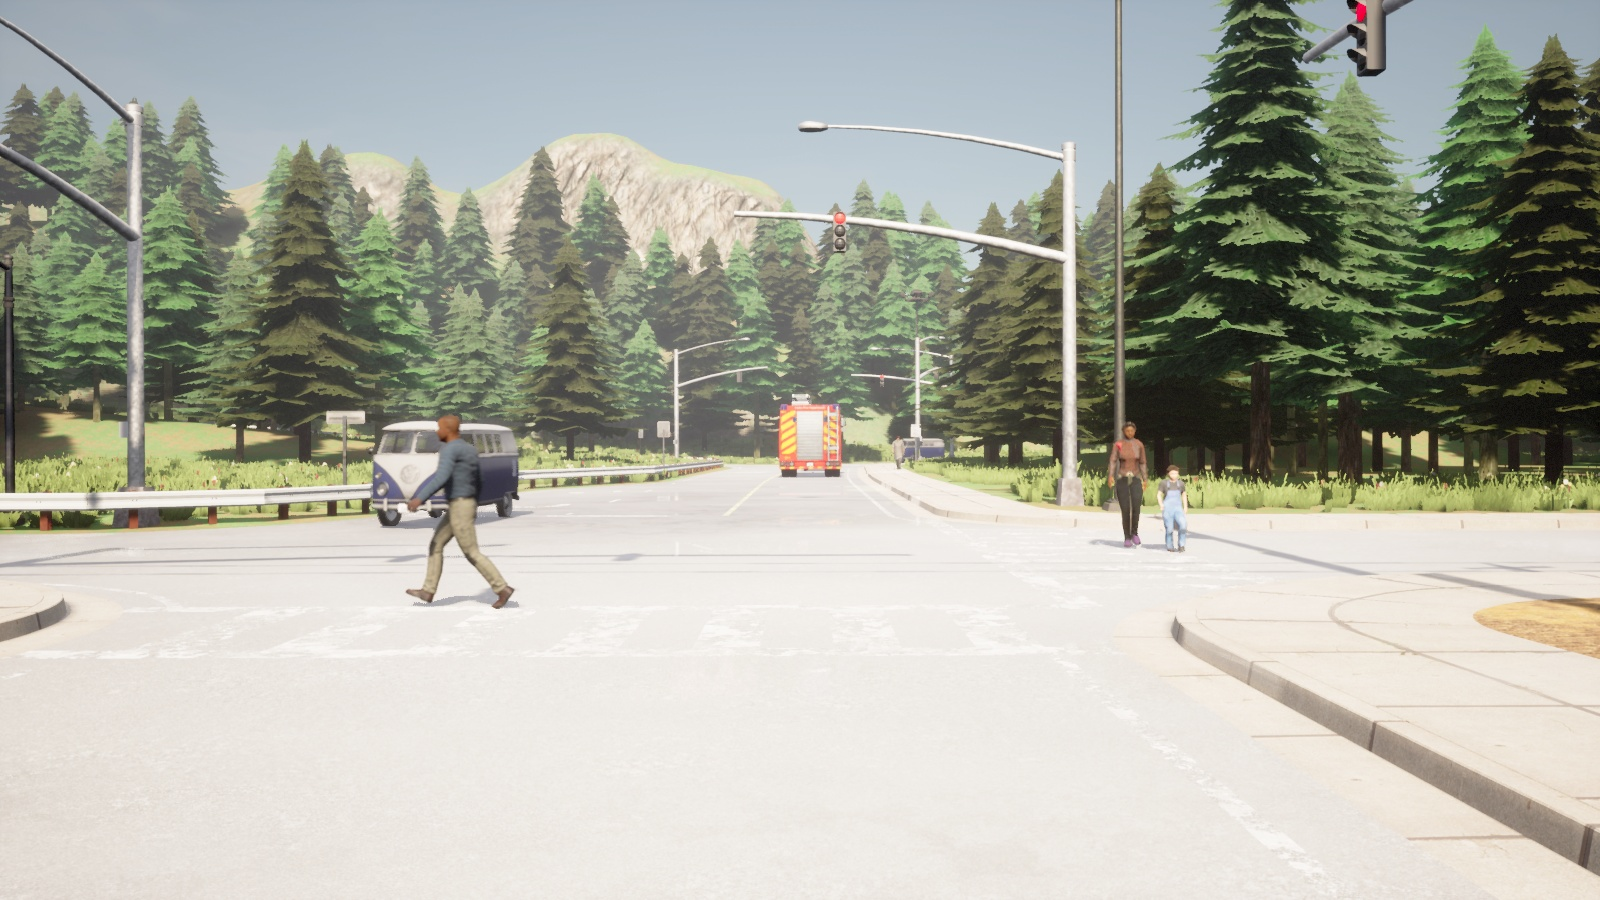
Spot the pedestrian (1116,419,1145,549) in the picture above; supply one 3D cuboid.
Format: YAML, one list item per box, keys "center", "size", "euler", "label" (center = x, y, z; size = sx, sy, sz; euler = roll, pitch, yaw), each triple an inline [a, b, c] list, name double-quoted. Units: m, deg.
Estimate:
- center: [4.719, 0.472, 17.942]
  size: [0.328, 1.805, 0.869]
  euler: [0, 0, 9]
  label: "pedestrian"

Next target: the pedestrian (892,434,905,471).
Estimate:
- center: [5.282, 0.132, 67.389]
  size: [0.659, 1.952, 0.873]
  euler: [0, 0, 5]
  label: "pedestrian"

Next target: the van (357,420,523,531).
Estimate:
- center: [-6.952, 0.429, 24.770]
  size: [1.775, 1.987, 4.442]
  euler: [0, 0, 3]
  label: "van"

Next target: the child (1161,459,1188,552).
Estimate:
- center: [5.204, 0.764, 17.468]
  size: [0.270, 1.263, 0.437]
  euler: [0, 0, 4]
  label: "child"

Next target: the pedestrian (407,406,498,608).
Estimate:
- center: [-3.205, 0.515, 11.611]
  size: [0.726, 1.835, 0.370]
  euler: [0, 0, 2]
  label: "pedestrian"

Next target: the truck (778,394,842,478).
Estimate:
- center: [0.582, -0.660, 61.508]
  size: [2.891, 3.827, 8.468]
  euler: [0, 0, 2]
  label: "truck"
